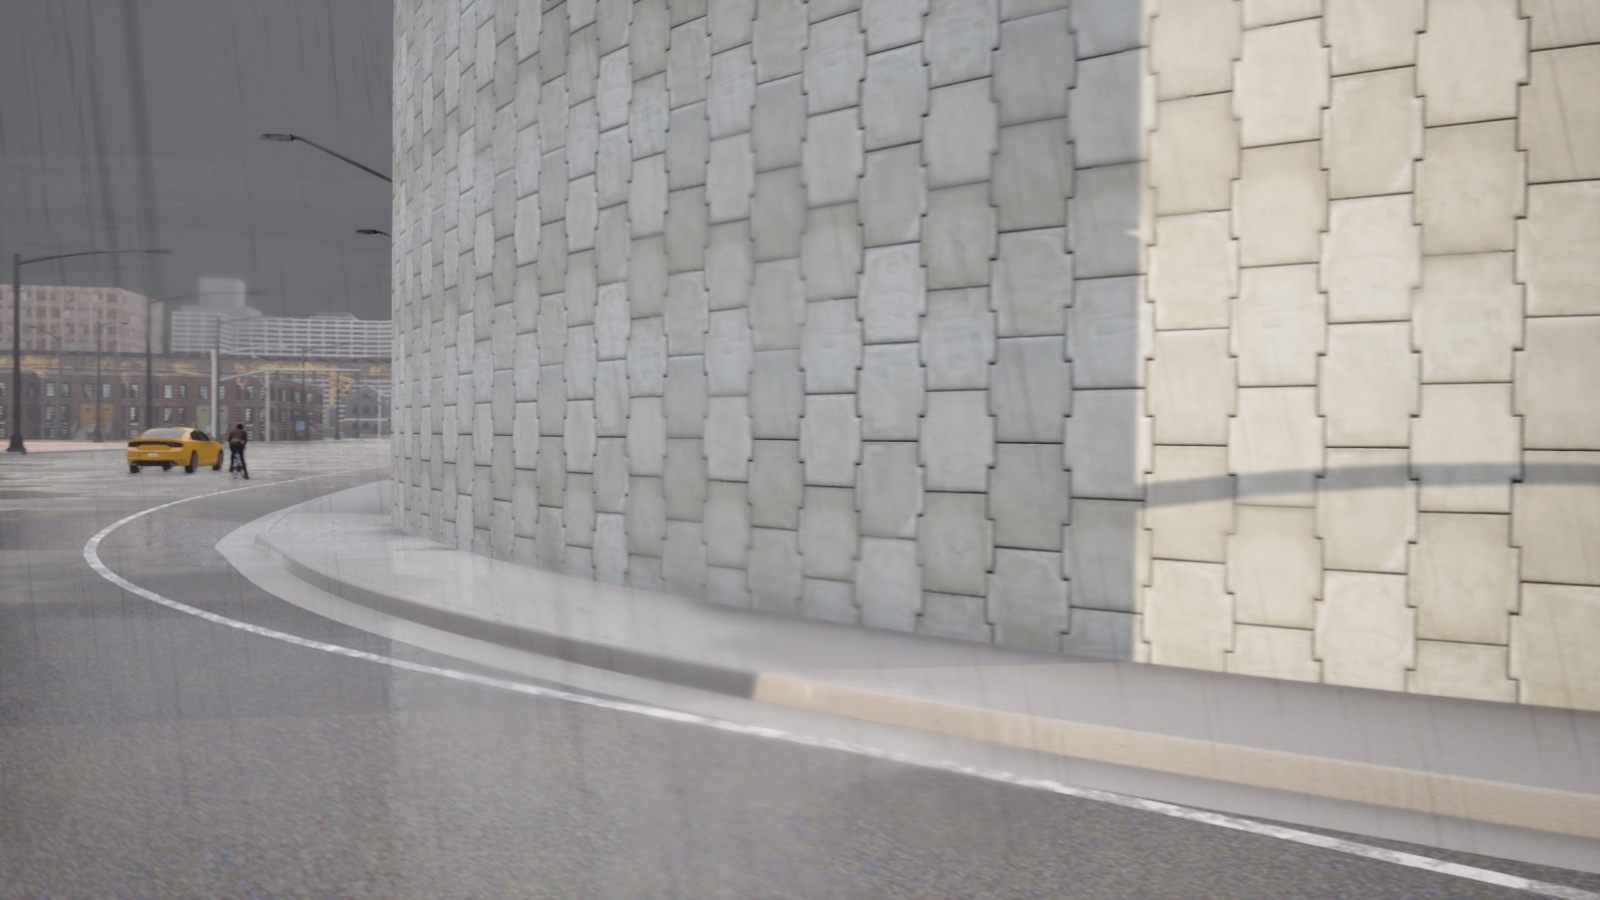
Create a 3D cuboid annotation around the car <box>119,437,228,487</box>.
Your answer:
[{"bbox_3d":[-20.855,0.343,42.018,1.882,1.535,5.008,-1,1,-10],"label":"car"}]
